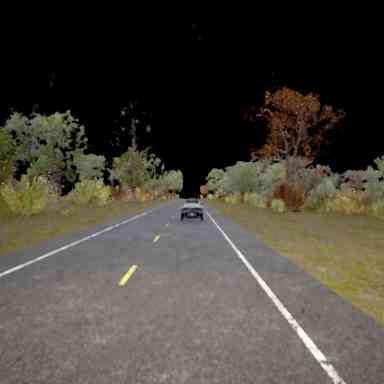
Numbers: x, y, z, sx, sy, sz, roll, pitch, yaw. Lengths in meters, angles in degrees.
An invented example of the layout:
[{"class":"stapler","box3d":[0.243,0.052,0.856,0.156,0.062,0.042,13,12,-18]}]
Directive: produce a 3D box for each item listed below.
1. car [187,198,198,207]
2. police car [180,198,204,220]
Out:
[{"class":"car","box3d":[0.016,1.789,58.869,1.882,1.535,5.008,0,-1,0]},{"class":"police car","box3d":[0.013,1.582,29.092,1.930,1.638,5.238,0,0,0]}]
